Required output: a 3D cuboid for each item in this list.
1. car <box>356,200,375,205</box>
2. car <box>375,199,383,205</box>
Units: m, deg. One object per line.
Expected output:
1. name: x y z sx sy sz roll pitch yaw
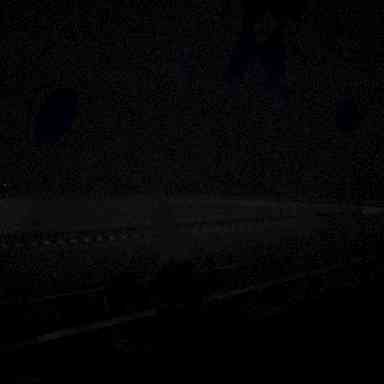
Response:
1. car: 42.883 2.597 82.884 1.895 1.301 4.718 0 -1 0
2. car: 46.348 2.518 81.102 1.812 1.442 4.674 0 -1 0
